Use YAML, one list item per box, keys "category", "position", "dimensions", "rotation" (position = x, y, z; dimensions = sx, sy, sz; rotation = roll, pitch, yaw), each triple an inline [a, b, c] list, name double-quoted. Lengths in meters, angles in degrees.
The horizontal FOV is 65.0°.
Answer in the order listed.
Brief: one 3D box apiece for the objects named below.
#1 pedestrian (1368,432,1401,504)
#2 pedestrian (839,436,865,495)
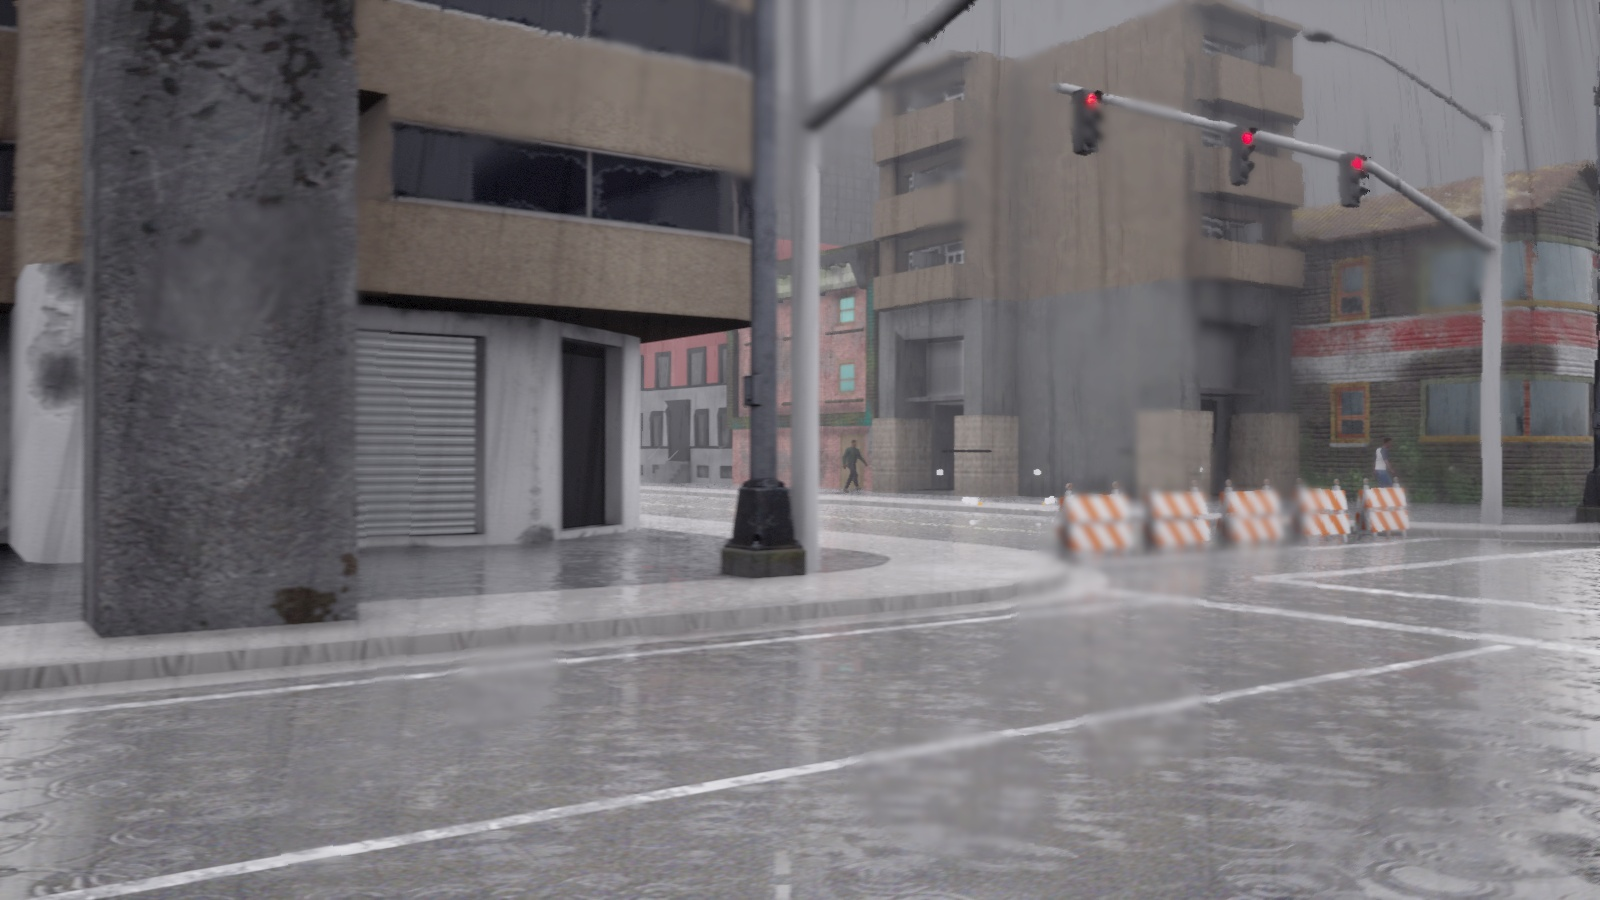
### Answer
- category: "pedestrian"
  position: [14.937, 0.457, 32.082]
  dimensions: [0.706, 1.836, 0.354]
  rotation: [0, 0, 16]
- category: "pedestrian"
  position: [1.749, 0.510, 42.270]
  dimensions: [0.423, 1.949, 0.788]
  rotation: [0, 0, -39]
